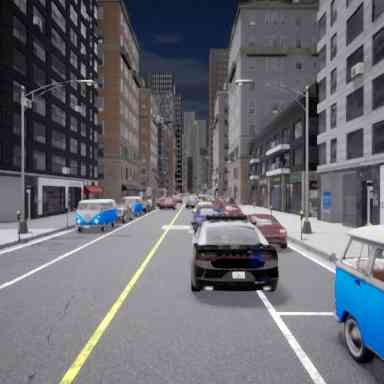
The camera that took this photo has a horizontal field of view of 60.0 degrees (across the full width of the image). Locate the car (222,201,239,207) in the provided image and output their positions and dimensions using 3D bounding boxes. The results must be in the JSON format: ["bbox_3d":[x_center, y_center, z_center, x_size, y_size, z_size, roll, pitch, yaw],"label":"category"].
[{"bbox_3d":[2.918,1.580,25.309,1.802,1.307,4.206,0,0,0],"label":"car"}]

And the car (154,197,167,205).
[{"bbox_3d":[-5.526,1.587,58.339,1.802,1.307,4.206,0,0,0],"label":"car"}]

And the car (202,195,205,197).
[{"bbox_3d":[2.986,1.554,52.816,2.008,1.369,4.403,0,0,0],"label":"car"}]

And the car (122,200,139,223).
[{"bbox_3d":[-5.608,1.549,25.331,2.008,1.369,4.403,0,0,0],"label":"car"}]

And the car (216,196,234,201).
[{"bbox_3d":[2.931,1.313,30.811,2.192,1.841,5.009,0,0,0],"label":"car"}]

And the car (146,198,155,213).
[{"bbox_3d":[-5.580,1.565,36.334,1.947,1.339,4.313,0,0,0],"label":"car"}]

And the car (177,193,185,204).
[{"bbox_3d":[-2.841,1.485,64.345,1.882,1.535,5.008,0,0,0],"label":"car"}]

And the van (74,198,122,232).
[{"bbox_3d":[-5.622,1.339,19.831,1.690,1.788,3.998,0,0,0],"label":"van"}]

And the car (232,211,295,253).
[{"bbox_3d":[2.891,1.580,14.307,1.802,1.307,4.206,0,0,0],"label":"car"}]

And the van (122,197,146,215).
[{"bbox_3d":[-5.594,1.339,30.832,1.690,1.788,3.998,0,0,0],"label":"van"}]

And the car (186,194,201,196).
[{"bbox_3d":[0.147,1.531,59.330,1.812,1.442,4.674,0,0,0],"label":"car"}]

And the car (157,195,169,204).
[{"bbox_3d":[-5.512,1.447,63.840,1.967,1.590,4.097,0,0,0],"label":"car"}]

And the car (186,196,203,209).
[{"bbox_3d":[0.132,1.565,45.938,1.994,1.385,4.181,0,0,0],"label":"car"}]

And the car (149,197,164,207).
[{"bbox_3d":[-5.539,1.569,52.837,1.947,1.339,4.313,0,0,0],"label":"car"}]

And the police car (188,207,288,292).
[{"bbox_3d":[0.922,1.424,9.097,1.930,1.638,5.238,0,0,0],"label":"police car"}]

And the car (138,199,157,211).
[{"bbox_3d":[-5.566,1.582,41.835,1.802,1.307,4.206,0,0,0],"label":"car"}]

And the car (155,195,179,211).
[{"bbox_3d":[-2.998,1.477,41.053,1.882,1.535,5.008,0,0,0],"label":"car"}]

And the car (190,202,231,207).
[{"bbox_3d":[0.946,1.524,18.987,1.812,1.442,4.674,0,0,0],"label":"car"}]

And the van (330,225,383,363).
[{"bbox_3d":[2.863,1.341,3.304,1.690,1.788,3.998,0,0,0],"label":"van"}]

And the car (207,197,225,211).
[{"bbox_3d":[2.959,1.440,41.814,1.967,1.590,4.097,0,0,0],"label":"car"}]

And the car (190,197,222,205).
[{"bbox_3d":[0.961,1.453,25.178,1.801,1.575,5.366,0,0,0],"label":"car"}]
